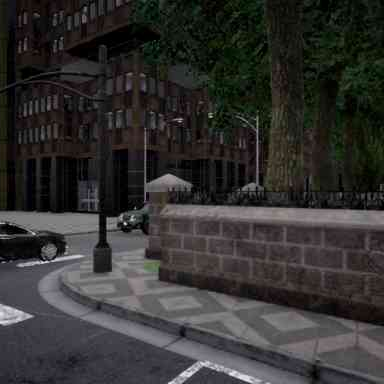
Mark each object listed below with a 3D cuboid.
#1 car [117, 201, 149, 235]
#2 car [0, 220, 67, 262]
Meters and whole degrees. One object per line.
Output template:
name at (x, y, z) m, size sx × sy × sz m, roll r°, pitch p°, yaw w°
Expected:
car at (-2.364, 1.584, 22.003) m, size 2.150 × 2.045 × 5.566 m, roll 0°, pitch -1°, yaw 35°
car at (-6.467, 1.632, 10.731) m, size 1.837 × 1.490 × 4.892 m, roll 0°, pitch -1°, yaw 35°
